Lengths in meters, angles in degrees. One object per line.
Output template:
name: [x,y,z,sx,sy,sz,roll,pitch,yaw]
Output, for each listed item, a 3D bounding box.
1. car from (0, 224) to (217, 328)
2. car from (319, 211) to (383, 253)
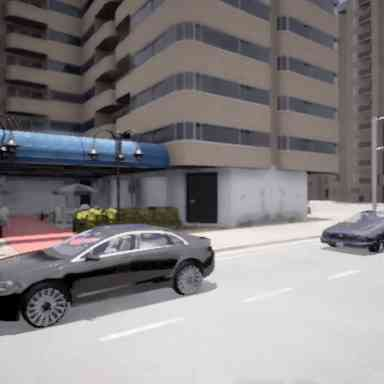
car: [-1.709,1.480,7.060,4.902,1.511,2.128,0,0,-35]
car: [7.494,1.483,13.518,5.357,1.411,2.033,0,0,-35]
